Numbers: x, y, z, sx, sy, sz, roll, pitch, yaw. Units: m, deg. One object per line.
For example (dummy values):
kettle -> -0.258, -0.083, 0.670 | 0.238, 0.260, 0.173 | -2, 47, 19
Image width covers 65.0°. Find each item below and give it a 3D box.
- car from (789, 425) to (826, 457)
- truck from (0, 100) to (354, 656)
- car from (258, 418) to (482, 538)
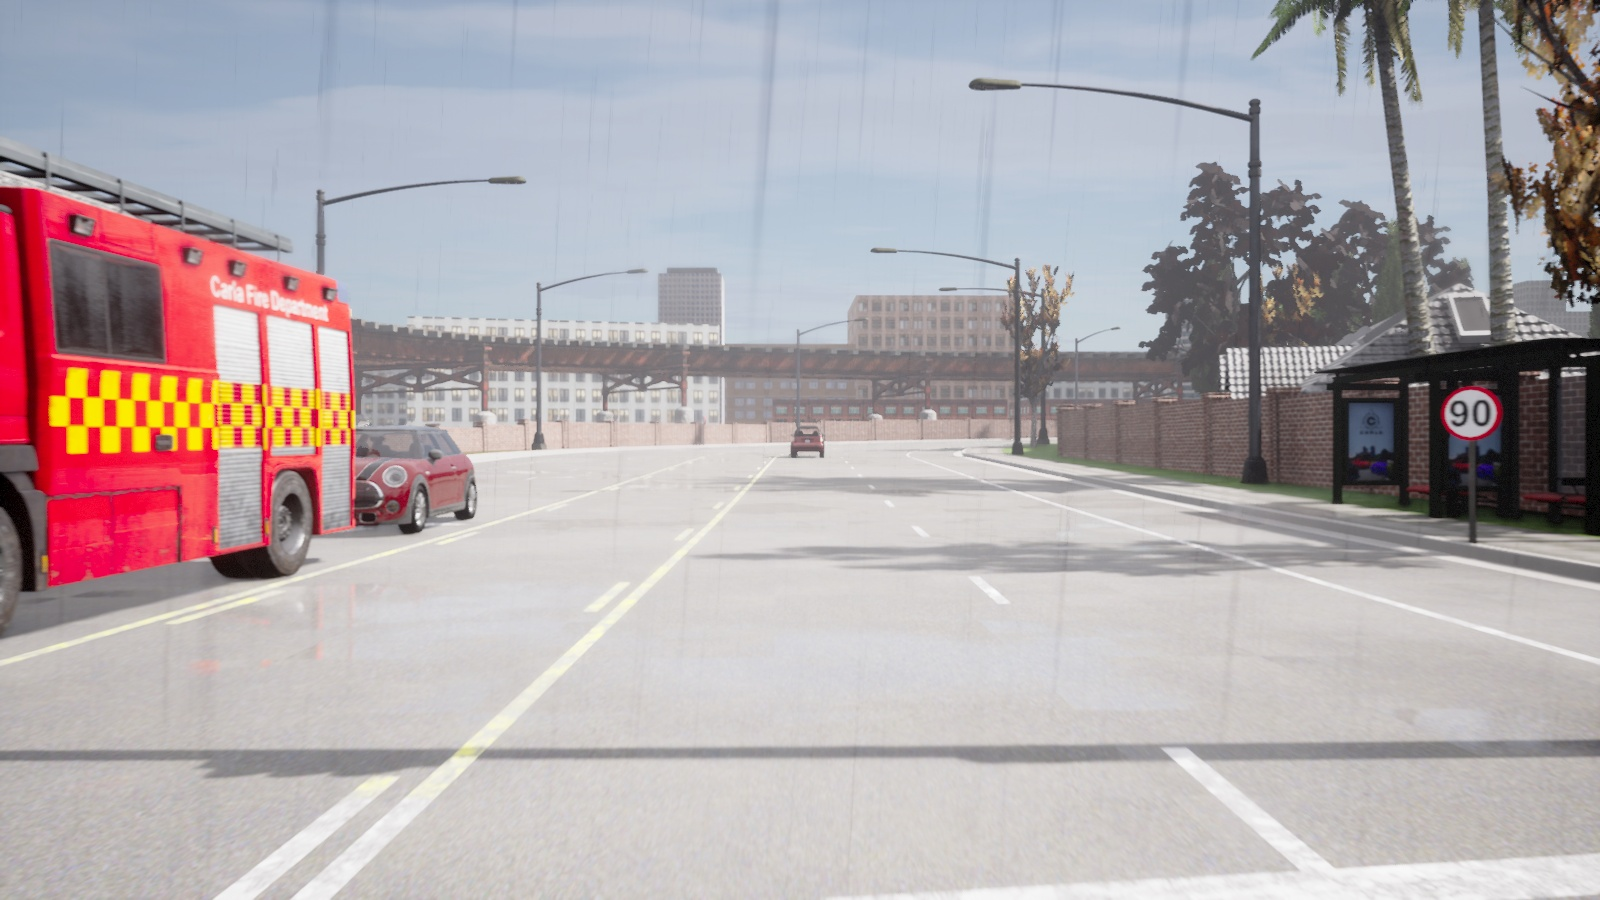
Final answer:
car -> 0.438, -0.492, 65.904 | 1.851, 1.617, 3.988 | 0, 1, 2
truck -> -6.892, -0.522, 10.783 | 2.891, 3.827, 8.468 | 0, 1, 2
car -> -6.869, 0.377, 20.645 | 2.097, 1.767, 4.553 | 0, 1, 0
